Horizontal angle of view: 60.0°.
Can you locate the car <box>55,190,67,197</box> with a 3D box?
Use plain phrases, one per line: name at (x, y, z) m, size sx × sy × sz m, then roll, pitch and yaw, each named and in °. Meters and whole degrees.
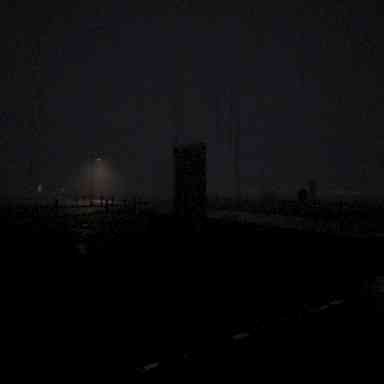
car at (-32.775, 0.401, 83.206) m, size 1.837 × 1.490 × 4.892 m, roll -1°, pitch 1°, yaw -35°
